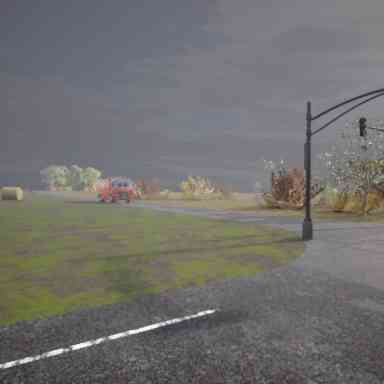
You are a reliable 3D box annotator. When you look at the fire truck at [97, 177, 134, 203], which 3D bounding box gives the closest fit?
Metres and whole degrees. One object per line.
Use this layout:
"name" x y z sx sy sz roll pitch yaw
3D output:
"fire truck" -11.714 -0.358 50.084 2.891 3.827 8.468 1 0 -32
